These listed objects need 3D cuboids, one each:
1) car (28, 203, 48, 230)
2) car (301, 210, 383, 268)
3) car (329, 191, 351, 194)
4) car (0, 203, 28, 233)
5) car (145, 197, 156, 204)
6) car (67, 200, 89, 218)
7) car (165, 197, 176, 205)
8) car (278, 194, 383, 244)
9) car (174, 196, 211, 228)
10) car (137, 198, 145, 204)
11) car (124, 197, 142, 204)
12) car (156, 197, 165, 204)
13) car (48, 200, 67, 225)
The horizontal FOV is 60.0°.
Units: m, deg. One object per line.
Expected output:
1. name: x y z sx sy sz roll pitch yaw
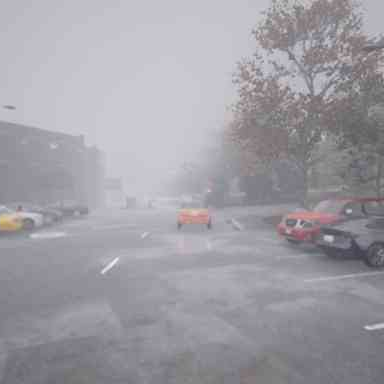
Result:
1. car: -11.413 1.534 19.879 4.674 1.452 2.002 -1 0 -20
2. car: 6.427 1.519 11.103 4.792 1.488 2.163 1 0 -20
3. car: 16.368 0.634 34.888 4.553 1.767 2.097 -3 1 1
4. car: -11.583 1.492 16.875 5.366 1.575 1.946 -1 0 -20
5. car: -8.408 2.009 79.730 2.231 1.521 4.892 -1 -1 -35
6. car: -11.406 1.499 28.675 4.892 1.521 2.231 -1 0 -20
7. car: -3.452 1.852 69.559 2.231 1.521 4.892 0 0 -18
8. car: 6.380 1.239 14.021 5.566 2.045 2.435 1 0 -20
9. car: 0.217 1.361 22.247 2.097 1.767 4.553 0 0 2
10. car: -11.926 2.146 84.186 2.097 1.535 5.008 -1 0 -41
11. car: -15.752 2.334 88.621 4.892 1.521 2.231 -4 -2 42
12. car: -5.657 1.933 74.858 2.097 1.535 5.008 -1 -1 -27
13. car: -11.417 1.496 22.812 4.892 1.521 2.231 -1 0 -20
